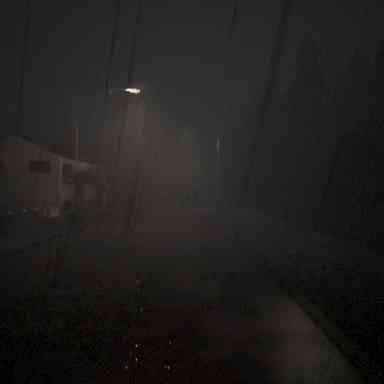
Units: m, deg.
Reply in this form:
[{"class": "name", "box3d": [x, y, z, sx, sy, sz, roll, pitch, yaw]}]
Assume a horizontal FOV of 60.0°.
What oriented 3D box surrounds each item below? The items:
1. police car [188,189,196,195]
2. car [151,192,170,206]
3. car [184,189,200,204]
[{"class": "police car", "box3d": [-0.026, -0.024, 89.530, 1.930, 1.638, 5.238, 0, 1, 0]}, {"class": "car", "box3d": [-4.076, 0.840, 42.959, 2.097, 1.767, 4.553, 0, 1, 0]}, {"class": "car", "box3d": [0.038, 0.626, 48.918, 2.150, 2.045, 5.566, 0, 1, 1]}]
